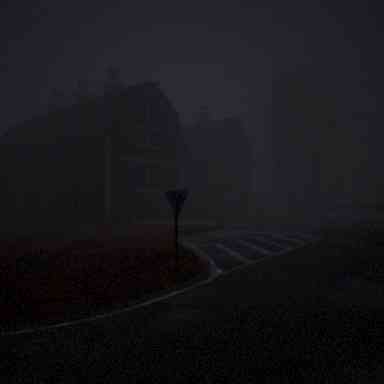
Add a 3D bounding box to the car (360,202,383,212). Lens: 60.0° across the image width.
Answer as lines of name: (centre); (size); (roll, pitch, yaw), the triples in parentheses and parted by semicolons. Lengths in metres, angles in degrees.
car: (27.666, 2.225, 50.023); (4.181, 1.381, 1.994); (-2, -2, 37)
